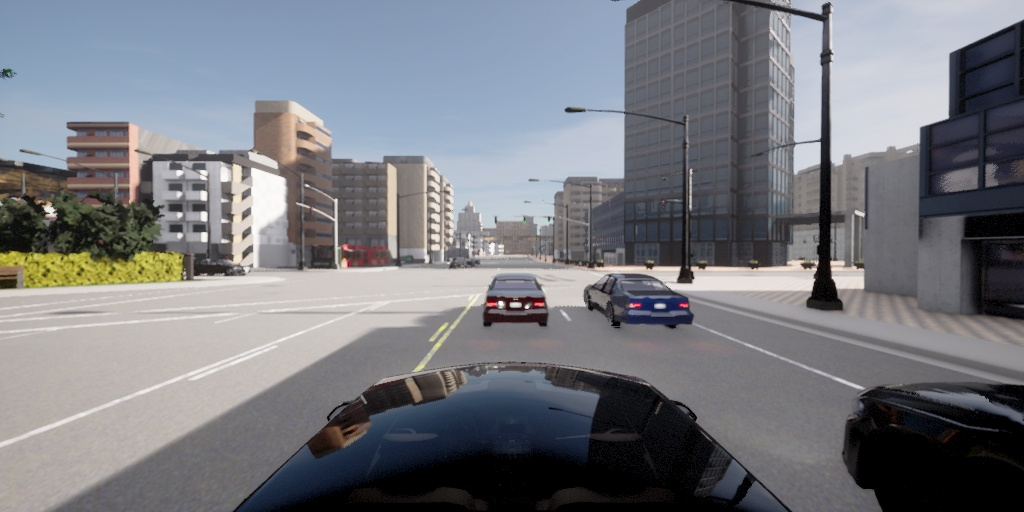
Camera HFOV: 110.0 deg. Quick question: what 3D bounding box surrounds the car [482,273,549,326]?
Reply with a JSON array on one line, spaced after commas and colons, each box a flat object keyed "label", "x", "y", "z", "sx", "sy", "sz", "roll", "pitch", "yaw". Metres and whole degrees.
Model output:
[{"label": "car", "x": 0.091, "y": 1.251, "z": 11.452, "sx": 2.033, "sy": 1.411, "sz": 5.357, "roll": 0, "pitch": 0, "yaw": 0}]

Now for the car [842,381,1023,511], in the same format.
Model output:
[{"label": "car", "x": 3.603, "y": 1.238, "z": 0.889, "sx": 2.128, "sy": 1.511, "sz": 4.902, "roll": 0, "pitch": 0, "yaw": 0}]

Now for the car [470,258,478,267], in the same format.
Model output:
[{"label": "car", "x": -7.091, "y": 1.045, "z": 57.748, "sx": 1.895, "sy": 1.301, "sz": 4.718, "roll": 0, "pitch": 0, "yaw": 0}]

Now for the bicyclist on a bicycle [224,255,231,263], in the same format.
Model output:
[{"label": "bicyclist on a bicycle", "x": -30.798, "y": 0.740, "z": 38.658, "sx": 0.582, "sy": 1.620, "sz": 1.656, "roll": 0, "pitch": 1, "yaw": 0}]

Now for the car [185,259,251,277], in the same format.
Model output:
[{"label": "car", "x": -25.444, "y": 1.015, "z": 31.144, "sx": 4.902, "sy": 1.511, "sz": 2.128, "roll": 0, "pitch": 1, "yaw": 1}]

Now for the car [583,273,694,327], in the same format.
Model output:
[{"label": "car", "x": 3.606, "y": 1.253, "z": 11.260, "sx": 2.033, "sy": 1.411, "sz": 5.357, "roll": 0, "pitch": 0, "yaw": 0}]

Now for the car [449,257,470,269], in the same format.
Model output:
[{"label": "car", "x": -7.096, "y": 0.946, "z": 47.663, "sx": 1.837, "sy": 1.490, "sz": 4.892, "roll": 0, "pitch": 0, "yaw": 0}]
